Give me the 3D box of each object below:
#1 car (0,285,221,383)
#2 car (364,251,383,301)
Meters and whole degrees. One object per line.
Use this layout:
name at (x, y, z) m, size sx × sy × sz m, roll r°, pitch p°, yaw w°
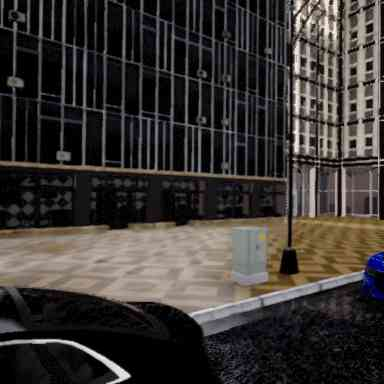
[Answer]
car at (-2.045, 1.498, 1.918) m, size 4.892 × 1.490 × 1.837 m, roll 1°, pitch -1°, yaw -36°
car at (5.844, 1.579, 7.546) m, size 5.008 × 1.535 × 1.882 m, roll 1°, pitch 0°, yaw -36°
